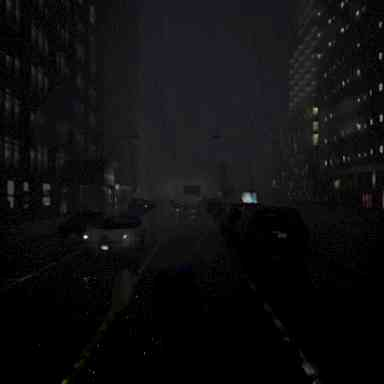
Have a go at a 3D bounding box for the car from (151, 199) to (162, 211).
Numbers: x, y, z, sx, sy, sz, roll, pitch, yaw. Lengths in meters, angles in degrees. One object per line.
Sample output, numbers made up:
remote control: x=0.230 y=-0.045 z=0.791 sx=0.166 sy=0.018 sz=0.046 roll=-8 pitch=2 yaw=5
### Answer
car: x=-5.681 y=1.931 z=46.497 sx=1.947 sy=1.339 sz=4.313 roll=0 pitch=0 yaw=0

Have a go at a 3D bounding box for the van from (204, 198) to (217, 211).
van: x=2.701 y=1.662 z=40.788 sx=1.690 sy=1.788 sz=3.998 roll=0 pitch=0 yaw=0

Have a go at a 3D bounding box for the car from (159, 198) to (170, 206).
car: x=-5.678 y=1.987 z=69.254 sx=1.967 sy=1.590 sz=4.097 roll=0 pitch=0 yaw=0

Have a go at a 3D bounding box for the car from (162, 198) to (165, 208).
car: x=-5.680 y=2.006 z=57.875 sx=2.008 sy=1.369 sz=4.403 roll=0 pitch=0 yaw=0

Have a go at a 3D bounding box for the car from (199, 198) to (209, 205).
car: x=2.702 y=2.144 z=74.919 sx=2.008 sy=1.369 sz=4.403 roll=0 pitch=0 yaw=0

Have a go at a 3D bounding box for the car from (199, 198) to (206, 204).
car: x=2.703 y=2.230 z=86.296 sx=1.887 sy=1.381 sz=4.507 roll=0 pitch=0 yaw=0

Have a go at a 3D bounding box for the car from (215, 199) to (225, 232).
car: x=2.699 y=1.457 z=18.033 sx=2.192 sy=1.841 sz=5.009 roll=0 pitch=0 yaw=0

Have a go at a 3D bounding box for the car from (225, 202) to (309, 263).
car: x=2.698 y=1.413 z=12.344 sx=2.192 sy=1.841 sz=5.009 roll=0 pitch=0 yaw=0

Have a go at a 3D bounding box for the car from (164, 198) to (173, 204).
car: x=-5.678 y=2.189 z=80.631 sx=2.008 sy=1.369 sz=4.403 roll=0 pitch=0 yaw=0

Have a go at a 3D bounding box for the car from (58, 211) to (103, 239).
car: x=-5.684 y=1.707 z=18.052 sx=1.947 sy=1.339 sz=4.313 roll=0 pitch=0 yaw=0

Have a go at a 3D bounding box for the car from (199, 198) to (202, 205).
car: x=2.701 y=2.007 z=57.853 sx=2.008 sy=1.369 sz=4.403 roll=0 pitch=0 yaw=0

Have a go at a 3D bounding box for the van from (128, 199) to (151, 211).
van: x=-5.680 y=1.616 z=35.120 sx=1.690 sy=1.788 sz=3.998 roll=0 pitch=0 yaw=0

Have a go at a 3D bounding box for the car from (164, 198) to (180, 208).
car: x=-3.061 y=1.939 z=55.257 sx=1.837 sy=1.490 sz=4.892 roll=0 pitch=0 yaw=0

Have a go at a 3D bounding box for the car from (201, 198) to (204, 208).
car: x=2.699 y=1.916 z=46.475 sx=2.008 sy=1.369 sz=4.403 roll=0 pitch=0 yaw=0

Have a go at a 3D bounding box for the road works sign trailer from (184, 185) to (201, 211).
road works sign trailer: x=0.027 y=0.837 z=47.447 sx=2.380 sy=3.560 sz=2.880 roll=0 pitch=0 yaw=0

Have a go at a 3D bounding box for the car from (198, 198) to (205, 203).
car: x=2.703 y=2.313 z=91.985 sx=1.802 sy=1.307 sz=4.206 roll=0 pitch=0 yaw=0

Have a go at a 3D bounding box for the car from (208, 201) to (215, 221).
car: x=2.698 y=1.758 z=29.579 sx=1.752 sy=1.417 sz=4.829 roll=0 pitch=0 yaw=0

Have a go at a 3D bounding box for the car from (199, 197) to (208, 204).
car: x=2.703 y=2.079 z=80.608 sx=1.967 sy=1.590 sz=4.097 roll=0 pitch=0 yaw=0

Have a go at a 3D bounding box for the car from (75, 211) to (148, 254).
car: x=-3.100 y=1.712 z=14.095 sx=1.895 sy=1.301 sz=4.718 roll=0 pitch=0 yaw=0

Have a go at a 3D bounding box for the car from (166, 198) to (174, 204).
car: x=-5.678 y=2.229 z=86.319 sx=1.887 sy=1.381 sz=4.507 roll=0 pitch=0 yaw=0
